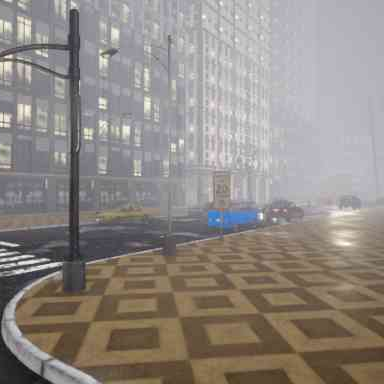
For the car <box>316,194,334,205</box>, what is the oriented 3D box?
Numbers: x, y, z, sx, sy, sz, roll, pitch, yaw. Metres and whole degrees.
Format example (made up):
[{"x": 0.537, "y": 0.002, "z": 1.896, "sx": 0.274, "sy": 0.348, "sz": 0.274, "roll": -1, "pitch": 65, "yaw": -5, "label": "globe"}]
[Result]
[{"x": 25.064, "y": 1.380, "z": 62.565, "sx": 2.192, "sy": 1.841, "sz": 5.009, "roll": 0, "pitch": 0, "yaw": 38, "label": "car"}]

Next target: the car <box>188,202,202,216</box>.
[{"x": 1.327, "y": 1.604, "z": 31.687, "sx": 1.802, "sy": 1.307, "sz": 4.206, "roll": 0, "pitch": 0, "yaw": 38, "label": "car"}]

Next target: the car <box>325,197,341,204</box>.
[{"x": 28.454, "y": 1.624, "z": 66.975, "sx": 2.008, "sy": 1.369, "sz": 4.403, "roll": 0, "pitch": 0, "yaw": 38, "label": "car"}]

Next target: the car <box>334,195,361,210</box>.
[{"x": 21.138, "y": 1.368, "z": 44.528, "sx": 2.192, "sy": 1.841, "sz": 5.009, "roll": 0, "pitch": 0, "yaw": 38, "label": "car"}]

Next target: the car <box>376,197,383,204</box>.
[{"x": 38.091, "y": 1.658, "z": 66.582, "sx": 1.947, "sy": 1.339, "sz": 4.313, "roll": 0, "pitch": 0, "yaw": 38, "label": "car"}]

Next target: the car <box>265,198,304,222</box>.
[{"x": 7.574, "y": 1.472, "z": 26.883, "sx": 1.967, "sy": 1.590, "sz": 4.097, "roll": 0, "pitch": 0, "yaw": 38, "label": "car"}]

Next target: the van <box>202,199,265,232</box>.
[{"x": 2.616, "y": 1.368, "z": 20.251, "sx": 1.690, "sy": 1.788, "sz": 3.998, "roll": 0, "pitch": 0, "yaw": 38, "label": "van"}]

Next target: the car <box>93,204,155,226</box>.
[{"x": -4.776, "y": 1.540, "z": 23.960, "sx": 1.752, "sy": 1.417, "sz": 4.829, "roll": 0, "pitch": 0, "yaw": 38, "label": "car"}]
